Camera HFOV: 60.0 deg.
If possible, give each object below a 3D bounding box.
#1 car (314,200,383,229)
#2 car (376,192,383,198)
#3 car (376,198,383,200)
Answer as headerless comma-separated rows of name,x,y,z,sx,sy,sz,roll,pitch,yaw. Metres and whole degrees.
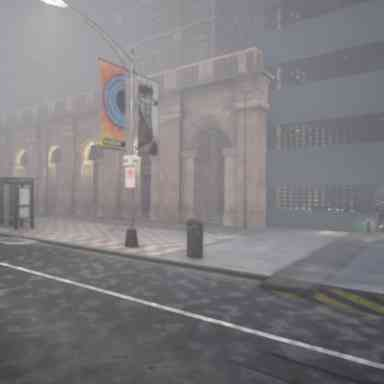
car,9.862,1.390,20.563,4.786,1.482,2.161,0,0,35
car,26.973,1.003,45.330,5.566,2.045,2.435,0,0,35
car,16.926,1.443,29.775,4.718,1.301,1.895,0,0,35
